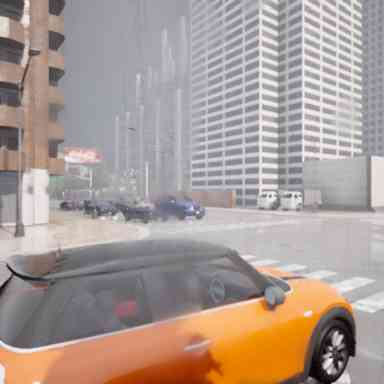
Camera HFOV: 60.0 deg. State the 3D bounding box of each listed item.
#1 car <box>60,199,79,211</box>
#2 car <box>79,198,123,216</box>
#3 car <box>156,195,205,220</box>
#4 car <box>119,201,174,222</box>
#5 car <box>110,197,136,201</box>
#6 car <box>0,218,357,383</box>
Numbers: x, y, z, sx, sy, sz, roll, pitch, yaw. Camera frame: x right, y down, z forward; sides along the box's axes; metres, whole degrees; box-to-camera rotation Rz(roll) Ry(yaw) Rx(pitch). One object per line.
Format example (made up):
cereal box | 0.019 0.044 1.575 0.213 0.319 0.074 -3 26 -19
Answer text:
car | -15.241 1.626 41.921 1.994 1.385 4.181 0 0 -35
car | -9.373 1.609 33.886 2.033 1.411 5.357 0 0 -36
car | -1.186 1.286 28.658 2.150 2.045 5.566 0 0 -36
car | -3.661 1.663 26.115 1.895 1.301 4.718 0 0 -36
car | -6.911 1.569 36.448 1.837 1.490 4.892 0 0 -36
car | -0.074 1.353 3.916 4.553 1.767 2.097 0 0 -35
